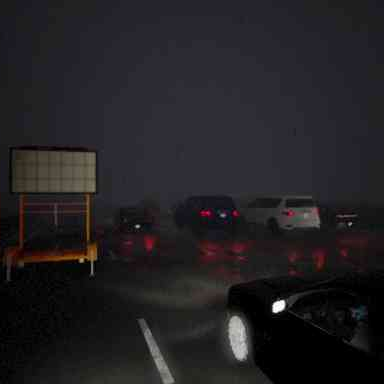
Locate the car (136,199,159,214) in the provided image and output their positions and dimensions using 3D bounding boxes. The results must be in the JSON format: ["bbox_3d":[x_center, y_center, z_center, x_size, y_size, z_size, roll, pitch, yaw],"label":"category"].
[{"bbox_3d":[-4.799,1.470,35.218,1.882,1.535,5.008,0,0,-18],"label":"car"}]

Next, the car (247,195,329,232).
[{"bbox_3d":[4.460,1.210,18.019,2.150,2.045,5.566,0,-1,-18],"label":"car"}]

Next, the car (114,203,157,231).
[{"bbox_3d":[-3.712,1.596,20.527,1.895,1.301,4.718,0,0,-18],"label":"car"}]

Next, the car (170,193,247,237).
[{"bbox_3d":[0.645,1.217,18.439,2.150,2.045,5.566,0,0,-18],"label":"car"}]

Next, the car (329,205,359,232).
[{"bbox_3d":[7.566,1.486,19.802,2.128,1.511,4.902,0,0,-18],"label":"car"}]

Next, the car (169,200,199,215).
[{"bbox_3d":[-0.915,1.555,34.590,1.994,1.385,4.181,0,0,-18],"label":"car"}]

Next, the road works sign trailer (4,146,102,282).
[{"bbox_3d":[-4.063,0.462,9.943,2.380,3.560,2.880,0,0,-18],"label":"road works sign trailer"}]

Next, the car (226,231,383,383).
[{"bbox_3d":[1.966,1.477,3.029,1.882,1.535,5.008,0,0,-18],"label":"car"}]
